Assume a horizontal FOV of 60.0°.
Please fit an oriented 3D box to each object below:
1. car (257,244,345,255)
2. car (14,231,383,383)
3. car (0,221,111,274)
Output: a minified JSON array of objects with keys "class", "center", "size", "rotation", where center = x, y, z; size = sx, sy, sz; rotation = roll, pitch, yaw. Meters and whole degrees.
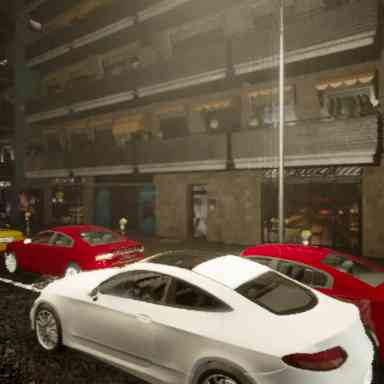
[{"class":"car","center":[1.353,1.556,5.593],"size":[4.507,1.381,1.887],"rotation":[0,0,36]},{"class":"car","center":[-0.243,1.534,4.457],"size":[4.674,1.442,1.812],"rotation":[0,0,35]},{"class":"car","center":[-3.253,1.558,8.892],"size":[4.507,1.381,1.887],"rotation":[0,0,36]}]
